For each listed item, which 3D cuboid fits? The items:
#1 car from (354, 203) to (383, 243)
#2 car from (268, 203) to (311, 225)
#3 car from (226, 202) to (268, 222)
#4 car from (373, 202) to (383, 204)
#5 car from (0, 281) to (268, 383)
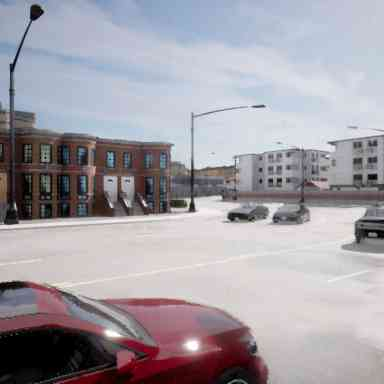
[{"bbox_3d":[8.949,1.493,15.058,2.128,1.511,4.902,0,0,45],"label":"car"},{"bbox_3d":[7.429,1.527,24.460,1.812,1.442,4.674,0,0,32],"label":"car"},{"bbox_3d":[4.633,1.547,26.549,2.033,1.411,5.357,0,0,31],"label":"car"},{"bbox_3d":[17.366,1.601,30.381,1.895,1.301,4.718,0,0,13],"label":"car"},{"bbox_3d":[-1.433,1.525,2.719,4.674,1.442,1.812,0,0,-36],"label":"car"}]
